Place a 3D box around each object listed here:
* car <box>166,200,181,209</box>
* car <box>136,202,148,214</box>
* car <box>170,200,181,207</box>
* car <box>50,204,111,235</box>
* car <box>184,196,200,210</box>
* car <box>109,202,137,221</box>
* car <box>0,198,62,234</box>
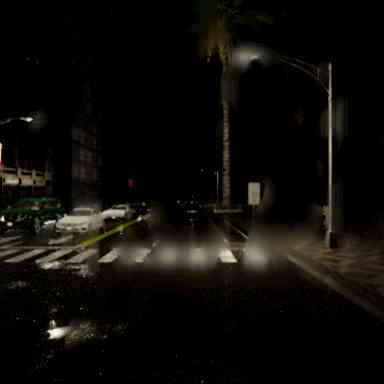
[{"bbox_3d":[-3.122,2.065,54.286,1.994,1.385,4.181,0,-1,1],"label":"car"},{"bbox_3d":[-6.566,1.909,40.516,2.033,1.411,5.357,0,-1,0],"label":"car"},{"bbox_3d":[-3.114,2.171,64.243,1.994,1.385,4.181,0,-1,0],"label":"car"},{"bbox_3d":[-6.586,1.701,20.172,1.812,1.442,4.674,0,-1,0],"label":"car"},{"bbox_3d":[0.036,1.678,50.006,2.150,2.045,5.566,0,-1,0],"label":"car"},{"bbox_3d":[-6.580,1.865,30.198,1.895,1.301,4.718,0,-1,0],"label":"car"},{"bbox_3d":[-9.837,1.402,20.718,2.150,2.045,5.566,0,-1,0],"label":"car"}]
